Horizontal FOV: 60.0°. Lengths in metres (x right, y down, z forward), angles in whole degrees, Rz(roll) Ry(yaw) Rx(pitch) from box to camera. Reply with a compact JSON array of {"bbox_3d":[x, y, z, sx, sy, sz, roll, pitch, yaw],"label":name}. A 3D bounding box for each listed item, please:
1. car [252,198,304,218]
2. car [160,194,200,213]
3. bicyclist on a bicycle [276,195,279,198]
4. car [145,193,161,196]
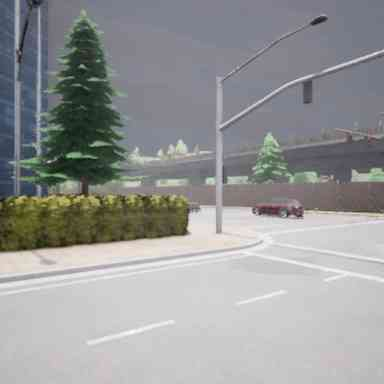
[{"bbox_3d":[7.427,1.278,29.098,2.097,1.767,4.553,0,0,-35],"label":"car"},{"bbox_3d":[-1.095,1.281,34.762,2.097,1.767,4.553,0,0,-35],"label":"car"},{"bbox_3d":[9.863,1.221,38.297,1.656,1.620,0.582,0,0,-35],"label":"bicyclist on a bicycle"},{"bbox_3d":[-6.965,1.144,55.368,2.150,2.045,5.566,0,0,-35],"label":"car"}]
